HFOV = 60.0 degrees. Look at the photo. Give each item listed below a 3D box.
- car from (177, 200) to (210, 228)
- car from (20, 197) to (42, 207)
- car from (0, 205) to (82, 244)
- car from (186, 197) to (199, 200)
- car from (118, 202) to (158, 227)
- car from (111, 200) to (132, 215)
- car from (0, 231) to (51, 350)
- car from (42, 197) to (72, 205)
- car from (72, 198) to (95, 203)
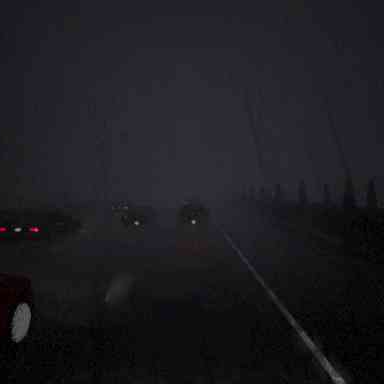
[{"bbox_3d":[0.095,1.504,21.995,1.837,1.490,4.892,0,0,0],"label":"car"},{"bbox_3d":[-21.095,1.488,44.516,2.128,1.511,4.902,0,0,0],"label":"car"},{"bbox_3d":[-6.904,1.547,15.720,2.033,1.411,5.357,0,0,0],"label":"car"},{"bbox_3d":[0.091,1.350,39.270,2.097,1.767,4.553,0,0,0],"label":"car"},{"bbox_3d":[-3.404,1.600,22.653,1.895,1.301,4.718,0,0,0],"label":"car"},{"bbox_3d":[-6.908,1.546,34.157,2.033,1.411,5.357,0,0,0],"label":"car"},{"bbox_3d":[-3.401,1.478,3.211,1.882,1.535,5.008,0,0,0],"label":"car"},{"bbox_3d":[-17.596,1.489,44.646,2.128,1.511,4.902,0,0,0],"label":"car"},{"bbox_3d":[-14.097,1.524,44.719,1.812,1.442,4.674,0,0,0],"label":"car"}]
